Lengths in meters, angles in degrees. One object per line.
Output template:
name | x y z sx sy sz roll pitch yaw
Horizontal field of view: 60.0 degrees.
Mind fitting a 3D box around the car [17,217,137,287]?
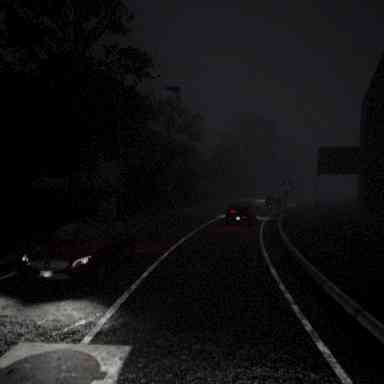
car | -2.871 1.477 9.469 1.812 1.442 4.674 1 0 6

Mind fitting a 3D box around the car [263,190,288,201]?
car | 13.487 0.488 53.426 2.033 1.411 5.357 4 4 35

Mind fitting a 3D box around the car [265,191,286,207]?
car | 10.445 0.908 41.074 1.882 1.535 5.008 3 3 27

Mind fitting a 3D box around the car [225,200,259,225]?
car | 3.526 1.354 23.290 1.837 1.490 4.892 1 2 15
